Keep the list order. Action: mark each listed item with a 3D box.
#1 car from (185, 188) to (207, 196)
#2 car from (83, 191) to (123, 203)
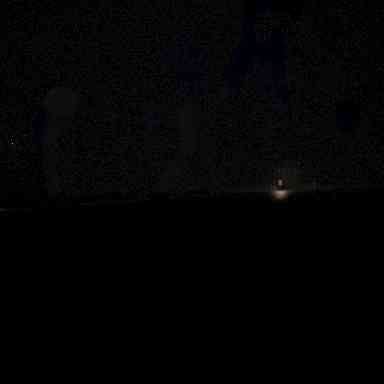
[{"bbox_3d":[0.719,-0.002,59.292,1.895,1.301,4.718,-1,1,36],"label":"car"},{"bbox_3d":[-11.288,0.573,42.659,2.033,1.411,5.357,-1,1,36],"label":"car"}]
